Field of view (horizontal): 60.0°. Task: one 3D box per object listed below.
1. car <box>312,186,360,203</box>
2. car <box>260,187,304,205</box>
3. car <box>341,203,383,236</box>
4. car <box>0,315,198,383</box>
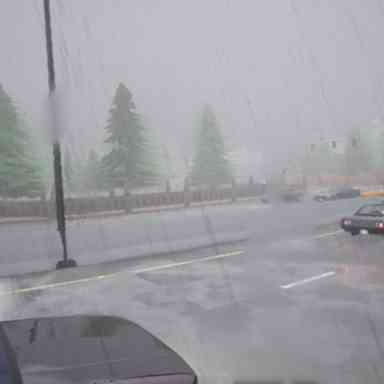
[{"bbox_3d":[13.403,0.167,30.647,5.357,1.411,2.033,-4,3,-35],"label":"car"},{"bbox_3d":[8.577,0.345,31.547,4.892,1.490,1.837,-4,2,-35],"label":"car"},{"bbox_3d":[8.386,1.109,14.027,4.718,1.301,1.895,-4,3,-35],"label":"car"},{"bbox_3d":[-2.478,1.547,1.978,5.357,1.411,2.033,0,0,-36],"label":"car"}]
